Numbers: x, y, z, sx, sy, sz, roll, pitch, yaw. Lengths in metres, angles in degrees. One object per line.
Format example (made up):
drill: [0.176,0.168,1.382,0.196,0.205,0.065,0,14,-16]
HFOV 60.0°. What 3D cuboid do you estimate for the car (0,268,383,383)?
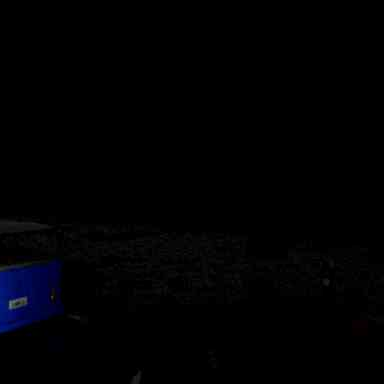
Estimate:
car: [0.587,1.545,2.547,4.507,1.381,1.887,0,0,36]

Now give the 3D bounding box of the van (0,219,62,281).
van: [-3.977,1.341,5.807,3.998,1.788,1.690,0,0,36]
